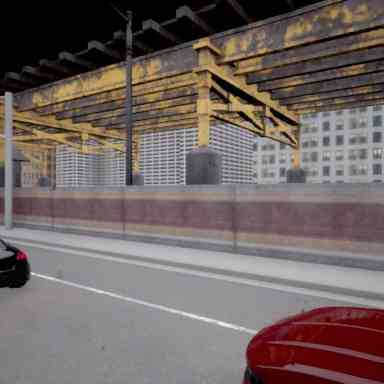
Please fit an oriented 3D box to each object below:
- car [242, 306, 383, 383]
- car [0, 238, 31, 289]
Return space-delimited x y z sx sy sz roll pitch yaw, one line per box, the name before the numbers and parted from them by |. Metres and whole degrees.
car | 2.729 1.478 2.050 5.008 1.535 1.882 0 0 35
car | -5.765 1.564 8.027 4.181 1.385 1.994 0 0 36
